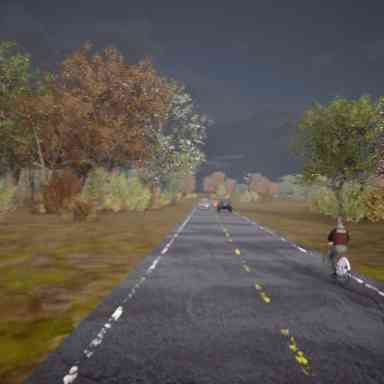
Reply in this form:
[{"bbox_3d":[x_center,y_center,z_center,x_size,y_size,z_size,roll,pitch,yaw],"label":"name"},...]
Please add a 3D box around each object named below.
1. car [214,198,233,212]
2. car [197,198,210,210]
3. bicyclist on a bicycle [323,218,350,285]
[{"bbox_3d":[4.921,1.994,50.707,2.150,2.045,5.566,2,0,1],"label":"car"},{"bbox_3d":[1.964,2.095,56.011,2.097,1.767,4.553,2,-1,3],"label":"car"},{"bbox_3d":[4.073,1.612,9.435,0.659,1.776,1.843,2,0,2],"label":"bicyclist on a bicycle"}]
